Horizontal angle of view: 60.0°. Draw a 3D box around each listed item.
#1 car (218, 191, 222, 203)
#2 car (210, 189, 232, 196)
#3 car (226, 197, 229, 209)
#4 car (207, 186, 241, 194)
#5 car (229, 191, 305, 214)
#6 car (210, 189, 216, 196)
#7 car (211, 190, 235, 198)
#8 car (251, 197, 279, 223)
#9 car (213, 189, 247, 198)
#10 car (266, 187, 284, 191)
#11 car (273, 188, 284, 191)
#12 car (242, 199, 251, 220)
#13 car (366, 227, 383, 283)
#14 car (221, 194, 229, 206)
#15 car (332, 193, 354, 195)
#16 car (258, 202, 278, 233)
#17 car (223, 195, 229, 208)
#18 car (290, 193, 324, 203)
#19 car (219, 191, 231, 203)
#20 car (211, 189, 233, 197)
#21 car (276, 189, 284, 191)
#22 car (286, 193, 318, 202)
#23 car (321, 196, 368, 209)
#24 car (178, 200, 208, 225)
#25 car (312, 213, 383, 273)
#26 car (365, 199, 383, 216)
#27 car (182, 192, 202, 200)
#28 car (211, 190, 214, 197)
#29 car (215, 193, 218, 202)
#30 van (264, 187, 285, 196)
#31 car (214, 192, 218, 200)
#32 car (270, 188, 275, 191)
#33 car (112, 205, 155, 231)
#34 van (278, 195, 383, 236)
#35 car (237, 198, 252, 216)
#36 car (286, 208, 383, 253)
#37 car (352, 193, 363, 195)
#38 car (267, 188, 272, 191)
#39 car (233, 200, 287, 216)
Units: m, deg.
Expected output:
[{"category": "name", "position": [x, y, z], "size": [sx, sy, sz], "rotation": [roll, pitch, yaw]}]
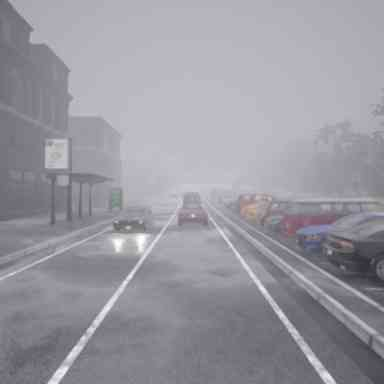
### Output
[{"category": "car", "position": [6.426, 1.106, 48.091], "size": [4.553, 1.767, 2.185], "rotation": [0, 1, 0]}, {"category": "car", "position": [6.533, 0.213, 75.947], "size": [4.792, 1.488, 2.163], "rotation": [0, 3, 0]}, {"category": "car", "position": [6.311, 1.448, 34.162], "size": [4.792, 1.488, 2.163], "rotation": [0, 0, 0]}, {"category": "car", "position": [6.500, 0.348, 67.585], "size": [5.566, 2.045, 2.435], "rotation": [0, 3, 0]}, {"category": "car", "position": [6.347, 1.189, 28.592], "size": [5.566, 2.045, 2.435], "rotation": [0, 0, 0]}, {"category": "car", "position": [6.454, 0.721, 64.810], "size": [4.892, 1.521, 2.231], "rotation": [0, 2, 0]}, {"category": "car", "position": [6.477, 0.469, 70.387], "size": [5.008, 1.535, 2.097], "rotation": [0, 3, 0]}, {"category": "car", "position": [6.255, 1.340, 20.368], "size": [4.553, 1.767, 2.185], "rotation": [0, 0, 0]}, {"category": "car", "position": [6.396, 0.891, 56.450], "size": [4.553, 1.767, 2.185], "rotation": [0, 2, 0]}, {"category": "car", "position": [19.587, 0.212, 76.089], "size": [4.674, 1.452, 2.002], "rotation": [0, 3, 0]}, {"category": "car", "position": [19.737, 0.592, 67.608], "size": [5.366, 1.575, 1.946], "rotation": [0, 3, 0]}, {"category": "car", "position": [6.482, 1.455, 23.026], "size": [5.366, 1.575, 1.946], "rotation": [0, 0, 0]}, {"category": "car", "position": [6.234, 1.545, 6.326], "size": [4.674, 1.452, 2.002], "rotation": [0, 0, 0]}, {"category": "car", "position": [6.356, 1.368, 39.738], "size": [5.008, 1.535, 2.097], "rotation": [0, 1, 0]}, {"category": "car", "position": [19.471, 1.114, 39.853], "size": [5.566, 2.045, 2.435], "rotation": [0, 1, 0]}, {"category": "car", "position": [6.281, 1.476, 17.460], "size": [4.892, 1.521, 2.231], "rotation": [0, 0, 0]}, {"category": "car", "position": [6.346, 1.397, 36.949], "size": [5.008, 1.535, 2.097], "rotation": [0, 0, 0]}, {"category": "car", "position": [19.503, 1.010, 56.584], "size": [5.008, 1.535, 2.097], "rotation": [0, 2, 0]}, {"category": "car", "position": [6.415, 1.160, 45.311], "size": [4.553, 1.767, 2.185], "rotation": [0, 1, 0]}, {"category": "car", "position": [6.524, 0.204, 73.157], "size": [4.553, 1.767, 2.185], "rotation": [0, 3, 0]}, {"category": "car", "position": [19.726, 0.713, 64.815], "size": [5.366, 1.575, 1.946], "rotation": [0, 3, 0]}, {"category": "car", "position": [19.514, 0.920, 59.373], "size": [5.008, 1.535, 2.097], "rotation": [0, 2, 0]}, {"category": "car", "position": [19.459, 1.327, 42.645], "size": [5.008, 1.535, 2.097], "rotation": [0, 1, 0]}, {"category": "car", "position": [0.062, 1.498, 23.401], "size": [1.994, 1.385, 4.181], "rotation": [0, 0, 0]}, {"category": "car", "position": [6.237, 1.497, 9.110], "size": [5.008, 1.535, 2.097], "rotation": [0, 0, 0]}, {"category": "car", "position": [19.405, 1.430, 31.490], "size": [5.008, 1.535, 2.097], "rotation": [0, 0, 0]}, {"category": "car", "position": [-0.001, 1.025, 40.920], "size": [2.150, 2.045, 5.566], "rotation": [0, 1, 0]}, {"category": "car", "position": [6.420, 0.860, 62.034], "size": [4.792, 1.488, 2.163], "rotation": [0, 2, 0]}, {"category": "car", "position": [6.435, 1.198, 50.881], "size": [4.792, 1.488, 2.163], "rotation": [0, 1, 0]}, {"category": "van", "position": [19.468, -0.193, 78.746], "size": [4.442, 1.987, 1.878], "rotation": [-1, 3, 0]}, {"category": "car", "position": [6.388, 1.126, 53.668], "size": [4.792, 1.488, 2.163], "rotation": [0, 2, 0]}, {"category": "car", "position": [19.591, 0.494, 70.399], "size": [4.792, 1.488, 2.163], "rotation": [0, 3, 0]}, {"category": "car", "position": [-3.379, 1.492, 20.288], "size": [2.033, 1.411, 5.357], "rotation": [0, 0, 0]}, {"category": "van", "position": [6.381, 1.257, 14.675], "size": [4.442, 1.987, 1.878], "rotation": [0, 0, 0]}, {"category": "car", "position": [6.302, 1.449, 25.810], "size": [5.008, 1.535, 2.097], "rotation": [0, 0, 0]}, {"category": "car", "position": [6.259, 1.490, 11.893], "size": [5.008, 1.535, 2.097], "rotation": [0, 0, 0]}, {"category": "car", "position": [19.452, 1.291, 34.274], "size": [4.553, 1.767, 2.185], "rotation": [0, 0, 0]}, {"category": "car", "position": [19.576, 0.359, 73.308], "size": [4.674, 1.452, 2.002], "rotation": [0, 3, 0]}, {"category": "car", "position": [6.327, 1.472, 31.376], "size": [4.674, 1.452, 2.002], "rotation": [0, 0, 0]}]
